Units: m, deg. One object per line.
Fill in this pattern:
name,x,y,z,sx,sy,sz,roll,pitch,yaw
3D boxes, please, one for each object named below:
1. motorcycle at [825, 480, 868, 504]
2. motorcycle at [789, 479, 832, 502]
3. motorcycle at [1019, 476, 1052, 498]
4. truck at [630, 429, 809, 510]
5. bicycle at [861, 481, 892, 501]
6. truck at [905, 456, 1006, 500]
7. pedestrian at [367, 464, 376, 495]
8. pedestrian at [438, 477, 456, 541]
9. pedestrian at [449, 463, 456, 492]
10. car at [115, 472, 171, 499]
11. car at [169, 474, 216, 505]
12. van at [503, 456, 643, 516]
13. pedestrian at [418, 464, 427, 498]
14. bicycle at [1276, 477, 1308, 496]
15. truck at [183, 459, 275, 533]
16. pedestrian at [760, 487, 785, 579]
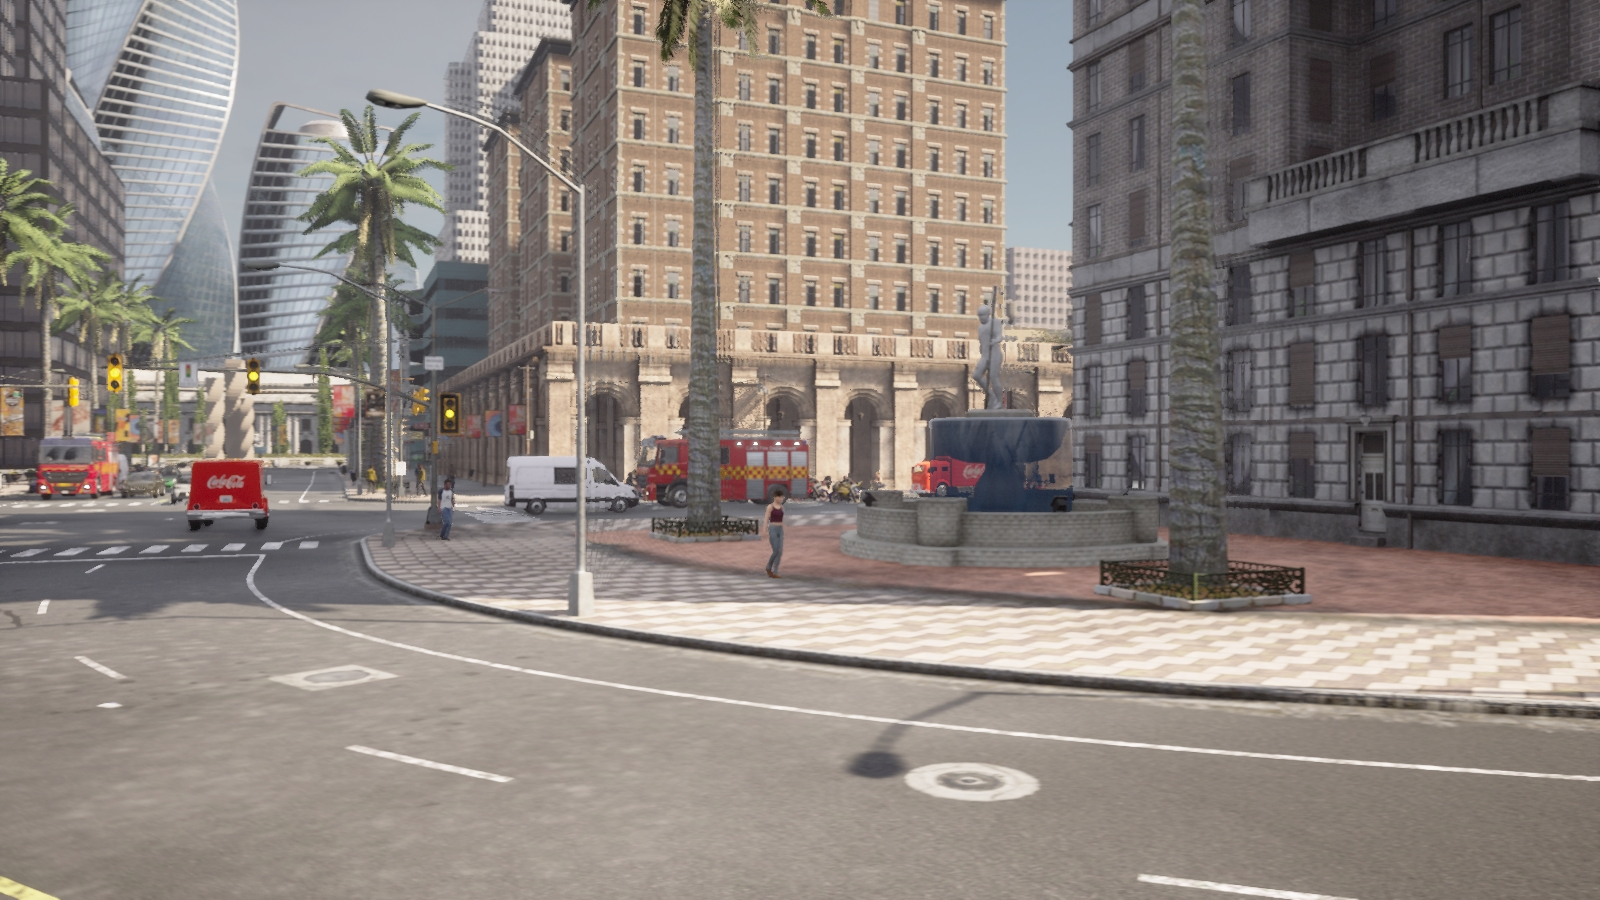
motorcycle,2.483,2.239,61.260,2.209,1.251,0.867,0,0,-34
motorcycle,0.593,2.239,63.147,2.209,1.251,0.867,0,0,-22
motorcycle,14.172,2.222,68.780,1.805,1.236,0.856,0,0,-23
truck,-3.995,0.921,57.204,8.468,3.827,2.891,0,0,-22
bicycle,4.334,2.292,64.693,1.487,1.080,0.859,0,0,-22
truck,9.068,1.606,66.646,5.204,2.467,2.627,0,0,-22
pedestrian,-25.169,1.728,67.082,0.375,1.860,0.375,0,0,13
pedestrian,-10.324,1.712,33.428,0.375,1.860,0.375,0,0,45
pedestrian,-22.112,1.731,72.679,0.375,1.860,0.375,0,0,-20
car,-39.141,2.090,68.202,2.231,1.480,4.892,0,0,-22
car,-32.540,2.092,61.281,1.816,1.474,4.193,0,0,-22
van,-10.168,1.560,51.274,5.915,2.561,1.988,0,0,-20
pedestrian,-21.116,1.727,63.922,0.375,1.860,0.375,0,0,-29
bicycle,30.866,2.280,71.688,1.835,1.171,0.329,0,-7,11
truck,-20.863,1.588,41.966,2.627,2.467,5.204,0,0,-22
pedestrian,-0.569,1.709,23.550,0.375,1.860,0.375,0,0,-43
